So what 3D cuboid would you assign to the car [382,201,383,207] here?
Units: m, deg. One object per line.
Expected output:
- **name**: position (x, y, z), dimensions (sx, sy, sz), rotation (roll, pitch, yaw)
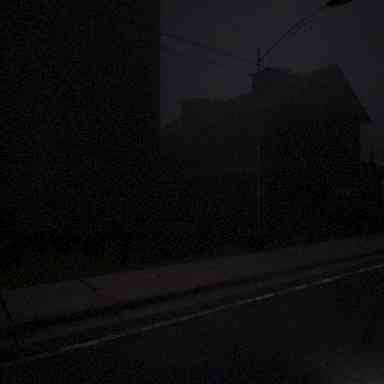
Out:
- **car**: position (21.206, 1.466, 40.842), dimensions (2.128, 1.511, 4.902), rotation (0, 0, -36)
